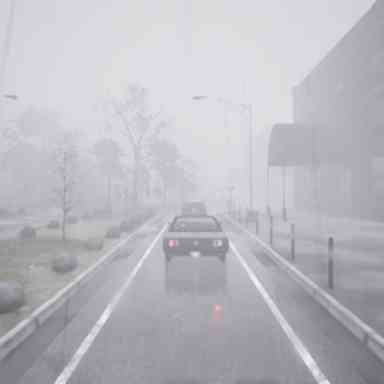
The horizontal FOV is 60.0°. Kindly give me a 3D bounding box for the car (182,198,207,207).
[{"bbox_3d":[0.200,1.179,26.586,1.882,1.535,5.008,0,0,1],"label":"car"}]

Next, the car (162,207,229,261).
[{"bbox_3d":[0.104,1.392,11.366,1.895,1.301,4.718,0,1,0],"label":"car"}]

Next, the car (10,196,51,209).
[{"bbox_3d":[-20.357,1.277,41.939,4.553,1.767,2.097,1,-1,-36],"label":"car"}]
